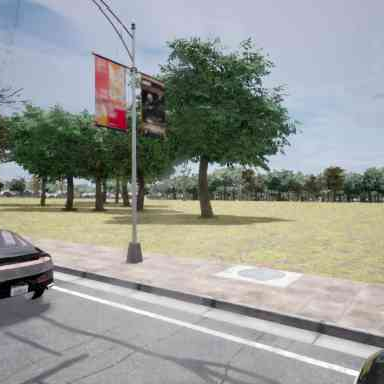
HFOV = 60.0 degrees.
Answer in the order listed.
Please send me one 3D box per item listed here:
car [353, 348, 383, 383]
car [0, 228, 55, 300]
[{"bbox_3d":[3.298,1.493,1.322,4.902,1.511,2.128,0,0,36],"label":"car"},{"bbox_3d":[-4.974,1.515,7.209,4.902,1.511,2.128,0,0,36],"label":"car"}]
